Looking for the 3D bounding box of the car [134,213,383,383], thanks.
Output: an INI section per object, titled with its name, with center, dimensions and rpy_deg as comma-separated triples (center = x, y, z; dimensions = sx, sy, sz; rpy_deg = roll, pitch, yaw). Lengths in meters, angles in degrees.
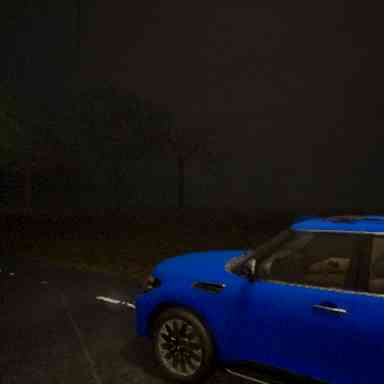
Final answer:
[car]
center = 1.888, 1.263, 3.767
dimensions = 5.566, 2.045, 2.150
rpy_deg = 0, -1, 34
